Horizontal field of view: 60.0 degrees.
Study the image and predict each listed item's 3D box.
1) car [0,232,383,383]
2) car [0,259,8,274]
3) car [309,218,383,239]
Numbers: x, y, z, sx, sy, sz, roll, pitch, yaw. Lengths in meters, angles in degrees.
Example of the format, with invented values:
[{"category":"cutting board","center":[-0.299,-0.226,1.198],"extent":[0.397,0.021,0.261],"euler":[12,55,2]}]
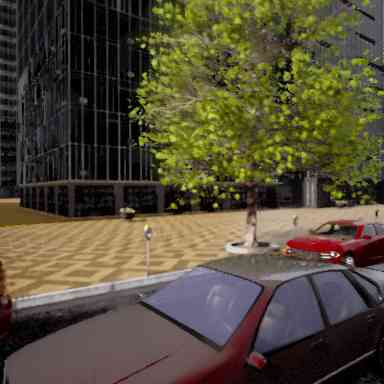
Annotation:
[{"category":"car","center":[0.793,1.531,3.944],"extent":[5.357,1.411,2.033],"euler":[0,0,-36]},{"category":"car","center":[-4.581,1.326,3.290],"extent":[5.009,1.841,2.192],"euler":[0,0,-36]},{"category":"car","center":[4.646,1.489,9.877],"extent":[4.507,1.381,1.887],"euler":[0,0,-36]}]
